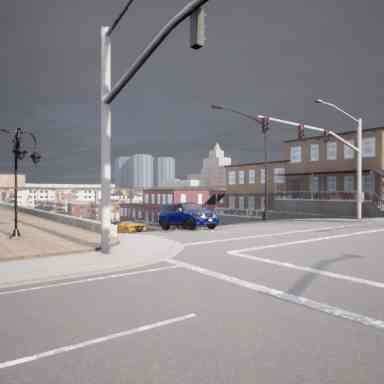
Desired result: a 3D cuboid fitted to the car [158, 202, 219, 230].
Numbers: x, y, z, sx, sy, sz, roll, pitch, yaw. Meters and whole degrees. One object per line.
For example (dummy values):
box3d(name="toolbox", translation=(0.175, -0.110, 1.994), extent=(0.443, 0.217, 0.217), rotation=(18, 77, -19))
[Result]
box3d(name="car", translation=(-0.405, 1.777, 24.645), extent=(2.150, 2.045, 5.566), rotation=(0, -5, -36))

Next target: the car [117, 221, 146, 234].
box3d(name="car", translation=(-6.296, 3.602, 32.655), extent=(1.882, 1.535, 5.008), rotation=(0, -12, -36))
